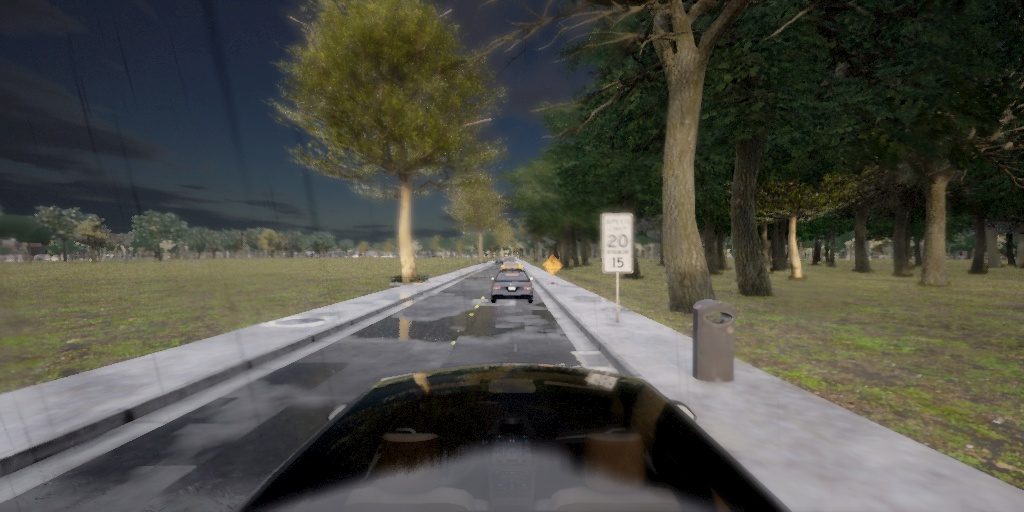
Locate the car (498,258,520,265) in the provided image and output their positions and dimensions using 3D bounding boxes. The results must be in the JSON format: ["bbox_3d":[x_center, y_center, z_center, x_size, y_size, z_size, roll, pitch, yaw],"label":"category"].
[{"bbox_3d":[0.001,1.227,31.500,1.882,1.535,5.008,0,0,0],"label":"car"}]

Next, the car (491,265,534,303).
[{"bbox_3d":[0.001,1.313,16.500,2.033,1.411,5.357,0,0,0],"label":"car"}]

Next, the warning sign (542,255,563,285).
[{"bbox_3d":[2.518,0.863,22.299,1.300,1.860,1.060,0,0,0],"label":"warning sign"}]
